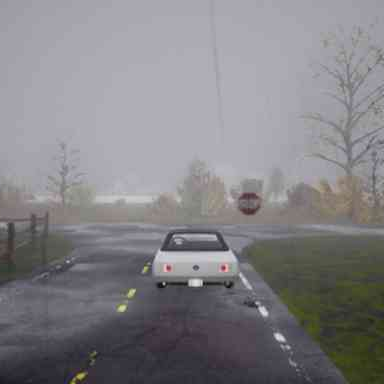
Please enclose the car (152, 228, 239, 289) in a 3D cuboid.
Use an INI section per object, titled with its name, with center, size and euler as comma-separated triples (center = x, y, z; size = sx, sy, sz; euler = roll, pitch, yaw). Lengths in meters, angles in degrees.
[car]
center = 0.049, 1.663, 9.333
size = 1.895, 1.301, 4.718
euler = 0, 0, -1
